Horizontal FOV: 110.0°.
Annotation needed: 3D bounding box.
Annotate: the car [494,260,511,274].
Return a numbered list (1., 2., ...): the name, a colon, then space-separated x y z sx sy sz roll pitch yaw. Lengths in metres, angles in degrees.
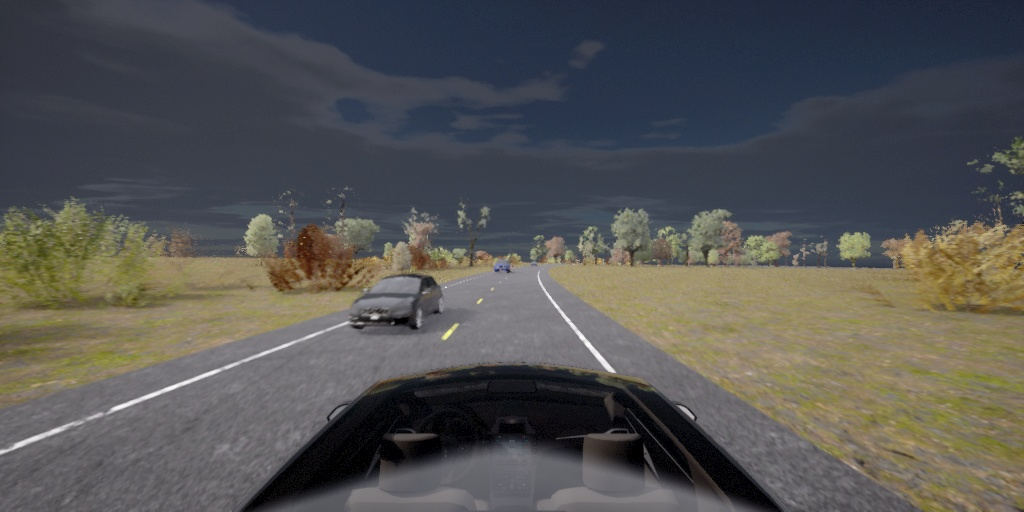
1. car: -1.371 1.548 53.696 2.150 2.045 5.566 0 -1 5

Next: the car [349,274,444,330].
1. car: -3.495 1.360 11.672 1.837 1.490 4.892 0 -1 1
